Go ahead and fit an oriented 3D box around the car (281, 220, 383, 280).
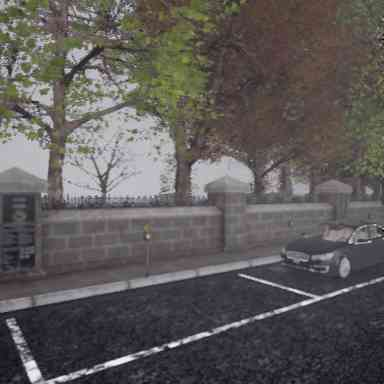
[{"bbox_3d":[4.479,1.550,9.846,4.403,1.369,2.008,0,0,-35],"label":"car"}]
